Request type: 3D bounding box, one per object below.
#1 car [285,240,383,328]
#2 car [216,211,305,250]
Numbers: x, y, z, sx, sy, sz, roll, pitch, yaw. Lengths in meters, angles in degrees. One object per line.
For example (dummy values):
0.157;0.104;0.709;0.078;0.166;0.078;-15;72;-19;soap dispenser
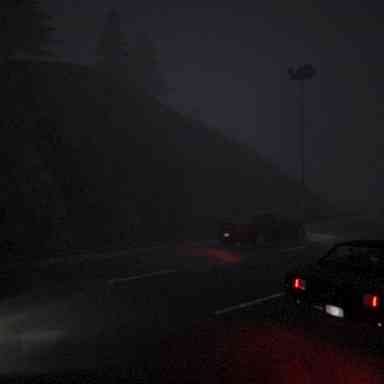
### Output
4.049;1.645;6.790;4.718;1.301;1.895;0;-1;-39;car
3.301;1.614;15.308;5.008;1.535;1.882;0;0;-41;car
